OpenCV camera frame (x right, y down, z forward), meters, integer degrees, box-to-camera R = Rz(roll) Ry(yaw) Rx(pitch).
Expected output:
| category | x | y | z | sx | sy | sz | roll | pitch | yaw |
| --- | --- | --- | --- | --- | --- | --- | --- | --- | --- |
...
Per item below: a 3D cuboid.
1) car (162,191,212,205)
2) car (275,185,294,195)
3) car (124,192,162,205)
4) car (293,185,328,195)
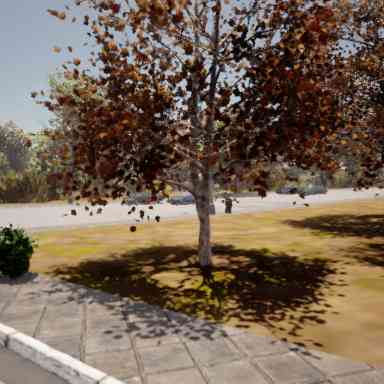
| category | x | y | z | sx | sy | sz | roll | pitch | yaw |
| --- | --- | --- | --- | --- | --- | --- | --- | --- | --- |
| car | -0.191 | 0.616 | 36.675 | 5.357 | 1.411 | 2.033 | -3 | 3 | -35 |
| car | 14.336 | -0.328 | 49.059 | 4.181 | 1.385 | 1.994 | -3 | 3 | -26 |
| car | -5.485 | 0.649 | 37.132 | 4.674 | 1.442 | 1.812 | -2 | 3 | -36 |
| car | 16.822 | -0.285 | 46.388 | 4.181 | 1.385 | 1.994 | -3 | 3 | -25 |
